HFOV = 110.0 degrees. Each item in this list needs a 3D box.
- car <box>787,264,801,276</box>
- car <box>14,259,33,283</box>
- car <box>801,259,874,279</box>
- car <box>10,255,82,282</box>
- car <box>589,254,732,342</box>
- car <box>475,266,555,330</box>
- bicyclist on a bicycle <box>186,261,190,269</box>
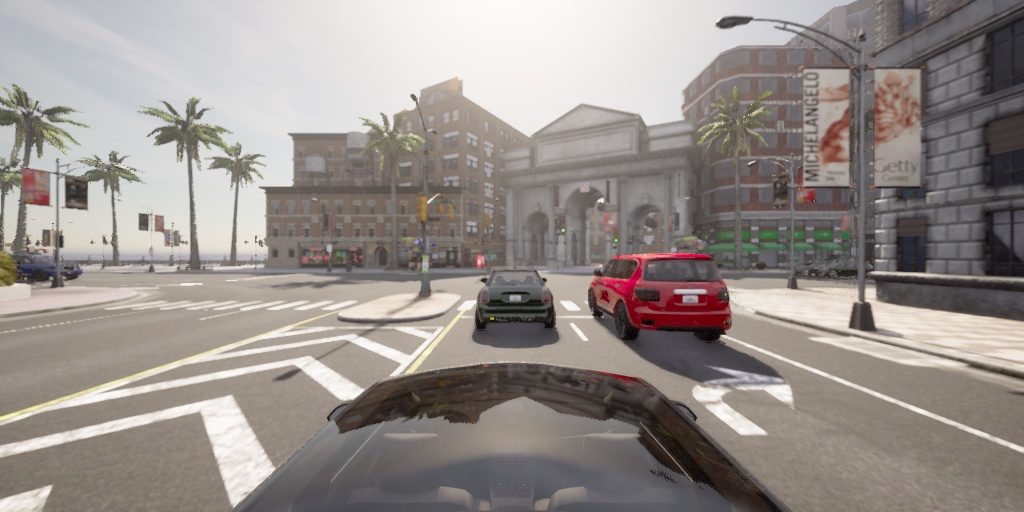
[{"bbox_3d":[29.736,1.215,35.136,4.892,1.490,1.837,0,0,1],"label":"car"},{"bbox_3d":[-37.361,1.202,25.039,5.008,1.535,1.882,0,0,1],"label":"car"},{"bbox_3d":[28.883,1.067,31.638,4.553,1.767,2.097,0,0,1],"label":"car"},{"bbox_3d":[-37.896,0.942,28.552,5.566,2.045,2.150,0,0,1],"label":"car"},{"bbox_3d":[3.646,0.962,9.920,2.150,2.045,5.566,0,0,1],"label":"car"},{"bbox_3d":[0.061,1.091,11.262,2.097,1.767,4.553,0,0,-1],"label":"car"},{"bbox_3d":[-38.397,1.004,43.026,0.582,1.620,1.656,0,0,0],"label":"bicyclist on a bicycle"}]
